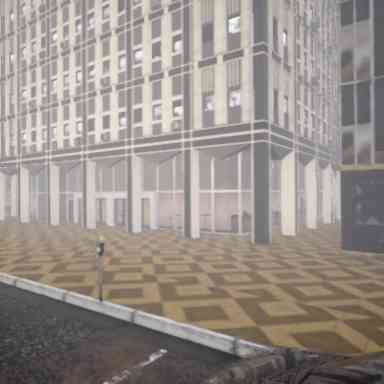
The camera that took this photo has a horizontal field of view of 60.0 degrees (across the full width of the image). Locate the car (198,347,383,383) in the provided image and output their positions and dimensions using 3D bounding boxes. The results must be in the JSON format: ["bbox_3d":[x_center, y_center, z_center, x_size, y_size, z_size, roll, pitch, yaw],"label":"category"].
[{"bbox_3d":[1.779,1.562,1.607,4.313,1.339,1.947,0,0,35],"label":"car"}]
